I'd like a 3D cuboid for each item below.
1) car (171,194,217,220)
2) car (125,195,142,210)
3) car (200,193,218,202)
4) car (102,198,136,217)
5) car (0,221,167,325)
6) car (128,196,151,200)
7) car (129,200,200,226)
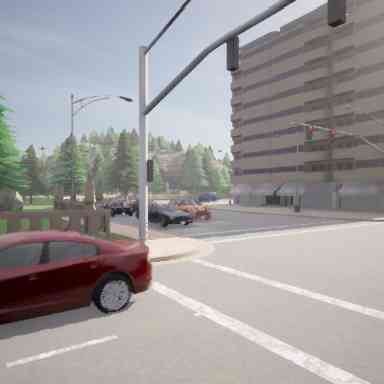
[{"bbox_3d":[-0.374,1.296,26.451,2.097,1.767,4.553,0,0,-32],"label":"car"},{"bbox_3d":[-7.609,1.297,43.701,2.097,1.767,4.553,0,0,-8],"label":"car"},{"bbox_3d":[3.381,1.166,67.454,2.150,2.045,5.566,0,0,30],"label":"car"},{"bbox_3d":[-6.910,1.545,30.707,1.895,1.301,4.718,0,0,-27],"label":"car"},{"bbox_3d":[-3.131,1.478,6.054,5.008,1.535,1.882,0,0,-36],"label":"car"},{"bbox_3d":[-4.855,1.422,34.380,1.882,1.535,5.008,0,0,-22],"label":"car"},{"bbox_3d":[-2.021,1.492,22.450,2.033,1.411,5.357,0,0,-34],"label":"car"}]
